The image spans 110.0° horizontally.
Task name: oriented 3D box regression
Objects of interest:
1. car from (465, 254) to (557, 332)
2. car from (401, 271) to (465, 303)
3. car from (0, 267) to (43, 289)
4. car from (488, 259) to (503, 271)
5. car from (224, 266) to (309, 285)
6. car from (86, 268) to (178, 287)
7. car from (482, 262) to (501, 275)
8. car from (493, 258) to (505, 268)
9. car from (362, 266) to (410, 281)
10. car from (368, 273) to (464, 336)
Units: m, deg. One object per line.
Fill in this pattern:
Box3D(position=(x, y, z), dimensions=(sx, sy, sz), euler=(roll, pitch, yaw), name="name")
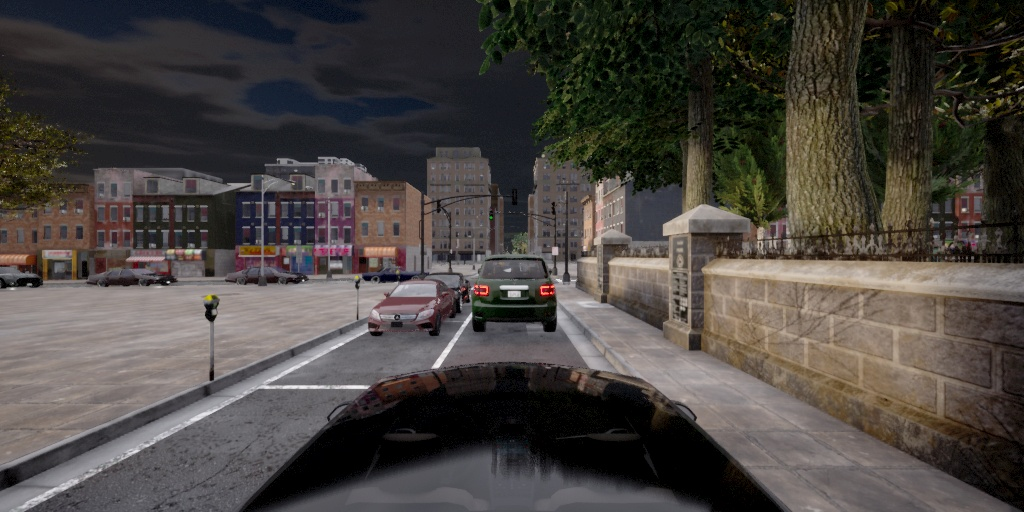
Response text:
Box3D(position=(0.082, 0.971, 10.973), dimensions=(2.150, 2.045, 5.566), euler=(0, 0, 1), name="car")
Box3D(position=(-2.629, 1.315, 13.958), dimensions=(1.948, 1.339, 4.313), euler=(0, 0, 0), name="car")
Box3D(position=(-38.333, 1.597, 26.821), dimensions=(4.553, 1.767, 2.097), euler=(-1, 0, 0), name="car")
Box3D(position=(-2.258, 1.216, 51.157), dimensions=(1.882, 1.535, 5.008), euler=(0, 0, 0), name="car")
Box3D(position=(-18.300, 1.482, 26.855), dimensions=(5.357, 1.411, 2.033), euler=(-1, 0, 0), name="car")
Box3D(position=(-28.374, 1.623, 26.828), dimensions=(5.357, 1.411, 2.033), euler=(-1, 0, 0), name="car")
Box3D(position=(-2.252, 1.342, 40.744), dimensions=(1.895, 1.301, 4.718), euler=(0, 0, 0), name="car")
Box3D(position=(-2.240, 1.213, 61.599), dimensions=(1.882, 1.535, 5.008), euler=(0, 0, 0), name="car")
Box3D(position=(-8.539, 1.425, 26.881), dimensions=(4.718, 1.301, 1.895), euler=(-1, 0, 0), name="car")
Box3D(position=(-2.632, 1.331, 10.295), dimensions=(1.802, 1.307, 4.207), euler=(0, 0, 0), name="car")
